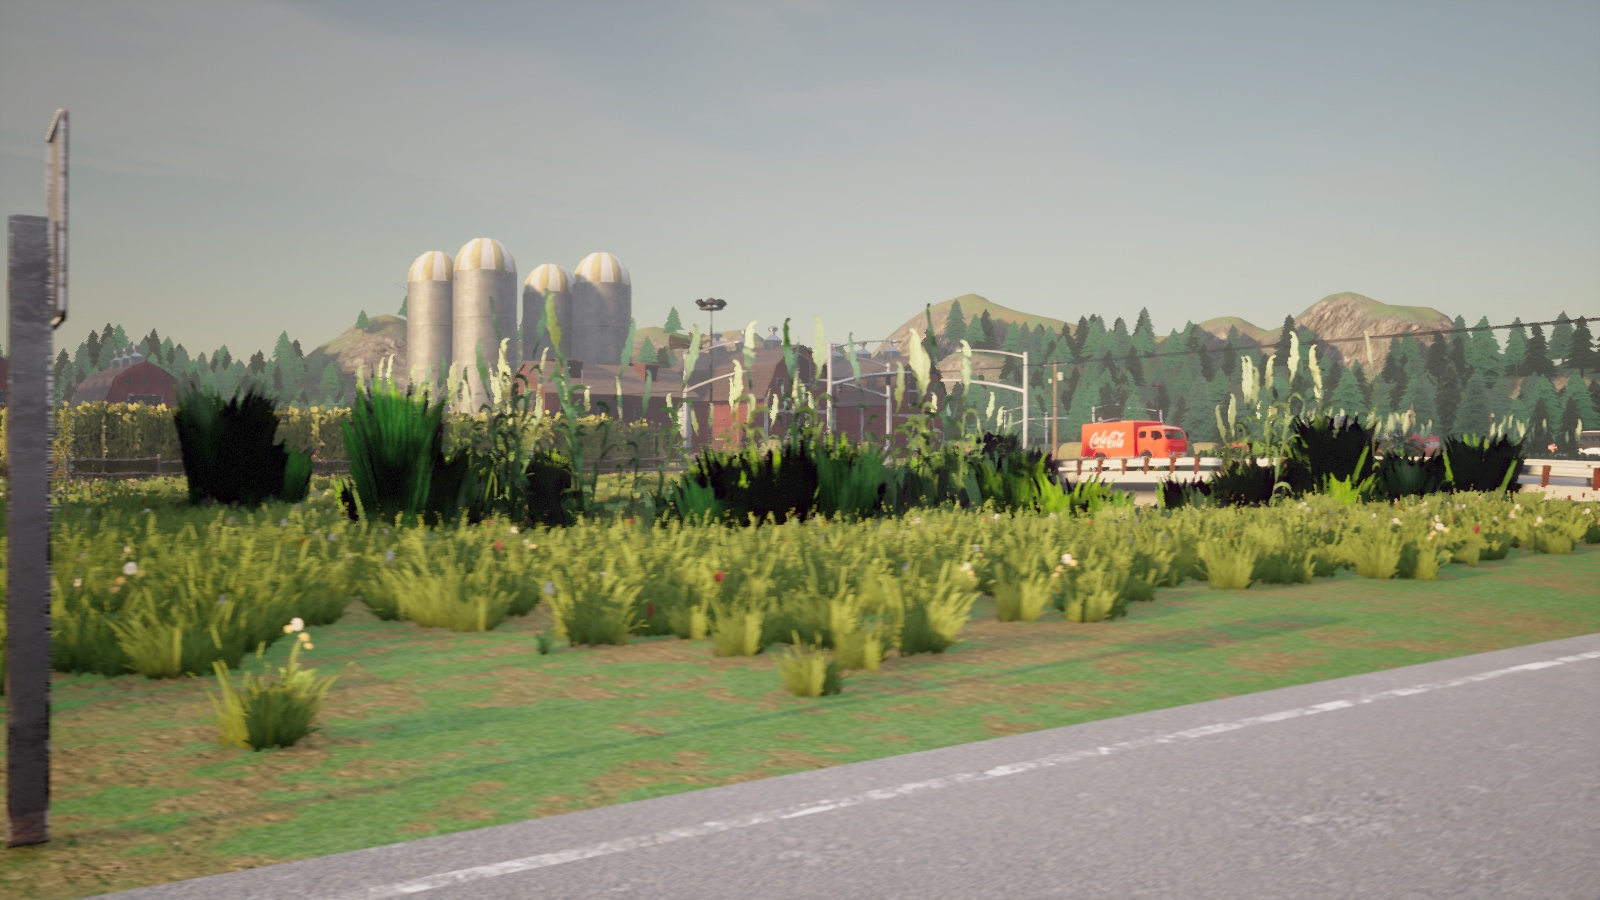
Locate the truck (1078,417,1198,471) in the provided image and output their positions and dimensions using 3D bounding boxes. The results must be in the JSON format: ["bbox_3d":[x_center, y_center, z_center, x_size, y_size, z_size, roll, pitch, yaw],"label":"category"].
[{"bbox_3d":[16.526,-0.245,61.655,2.627,2.467,5.204,0,-2,-34],"label":"truck"}]
